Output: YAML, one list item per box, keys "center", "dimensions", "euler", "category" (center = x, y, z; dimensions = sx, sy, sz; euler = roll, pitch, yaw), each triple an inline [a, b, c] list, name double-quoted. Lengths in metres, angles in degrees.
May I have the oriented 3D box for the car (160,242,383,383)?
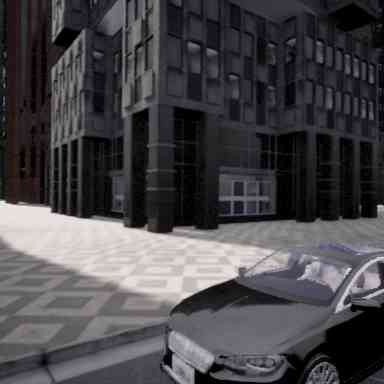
- center: [1.906, 1.540, 4.740]
  dimensions: [4.902, 1.511, 2.128]
  euler: [1, 0, -35]
  category: "car"
